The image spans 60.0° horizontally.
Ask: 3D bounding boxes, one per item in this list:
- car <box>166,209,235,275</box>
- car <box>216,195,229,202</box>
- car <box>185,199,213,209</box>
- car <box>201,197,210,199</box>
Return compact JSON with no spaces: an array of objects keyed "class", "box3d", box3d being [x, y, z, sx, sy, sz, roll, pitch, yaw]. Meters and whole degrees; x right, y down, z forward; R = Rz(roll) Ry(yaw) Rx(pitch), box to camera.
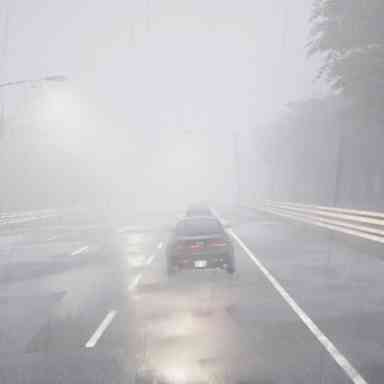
[{"class":"car","box3d":[0.242,1.531,10.638,1.837,1.490,4.892,-3,0,1]},{"class":"car","box3d":[6.707,1.431,73.273,1.812,1.442,4.674,-3,0,22]},{"class":"car","box3d":[0.500,1.559,25.239,1.882,1.535,5.008,-3,0,1]},{"class":"car","box3d":[2.405,1.614,57.938,1.812,1.442,4.674,-3,0,11]}]
